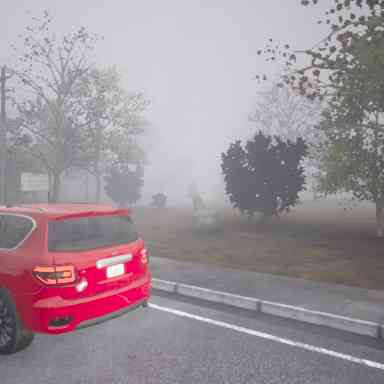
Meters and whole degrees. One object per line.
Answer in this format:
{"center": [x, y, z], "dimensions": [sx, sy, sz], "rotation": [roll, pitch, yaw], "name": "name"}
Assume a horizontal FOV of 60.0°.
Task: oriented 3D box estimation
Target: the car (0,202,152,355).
{"center": [-3.280, 1.220, 6.320], "dimensions": [5.566, 2.045, 2.150], "rotation": [0, 0, 35], "name": "car"}
